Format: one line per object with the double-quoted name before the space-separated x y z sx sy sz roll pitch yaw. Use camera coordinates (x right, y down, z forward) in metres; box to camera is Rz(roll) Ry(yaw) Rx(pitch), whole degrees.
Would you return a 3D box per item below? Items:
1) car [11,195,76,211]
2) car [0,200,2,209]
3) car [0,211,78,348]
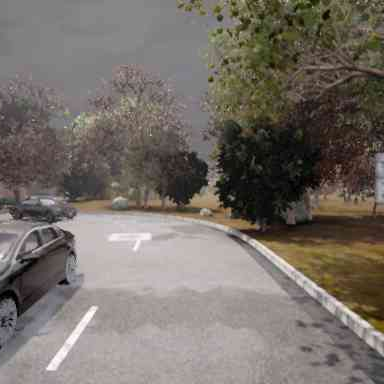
"car" -9.631 1.086 21.526 4.674 1.442 1.812 0 0 24
"car" -17.686 1.022 26.264 4.902 1.511 2.128 0 0 -1
"car" -3.548 1.355 6.026 2.128 1.511 4.902 0 1 -3
